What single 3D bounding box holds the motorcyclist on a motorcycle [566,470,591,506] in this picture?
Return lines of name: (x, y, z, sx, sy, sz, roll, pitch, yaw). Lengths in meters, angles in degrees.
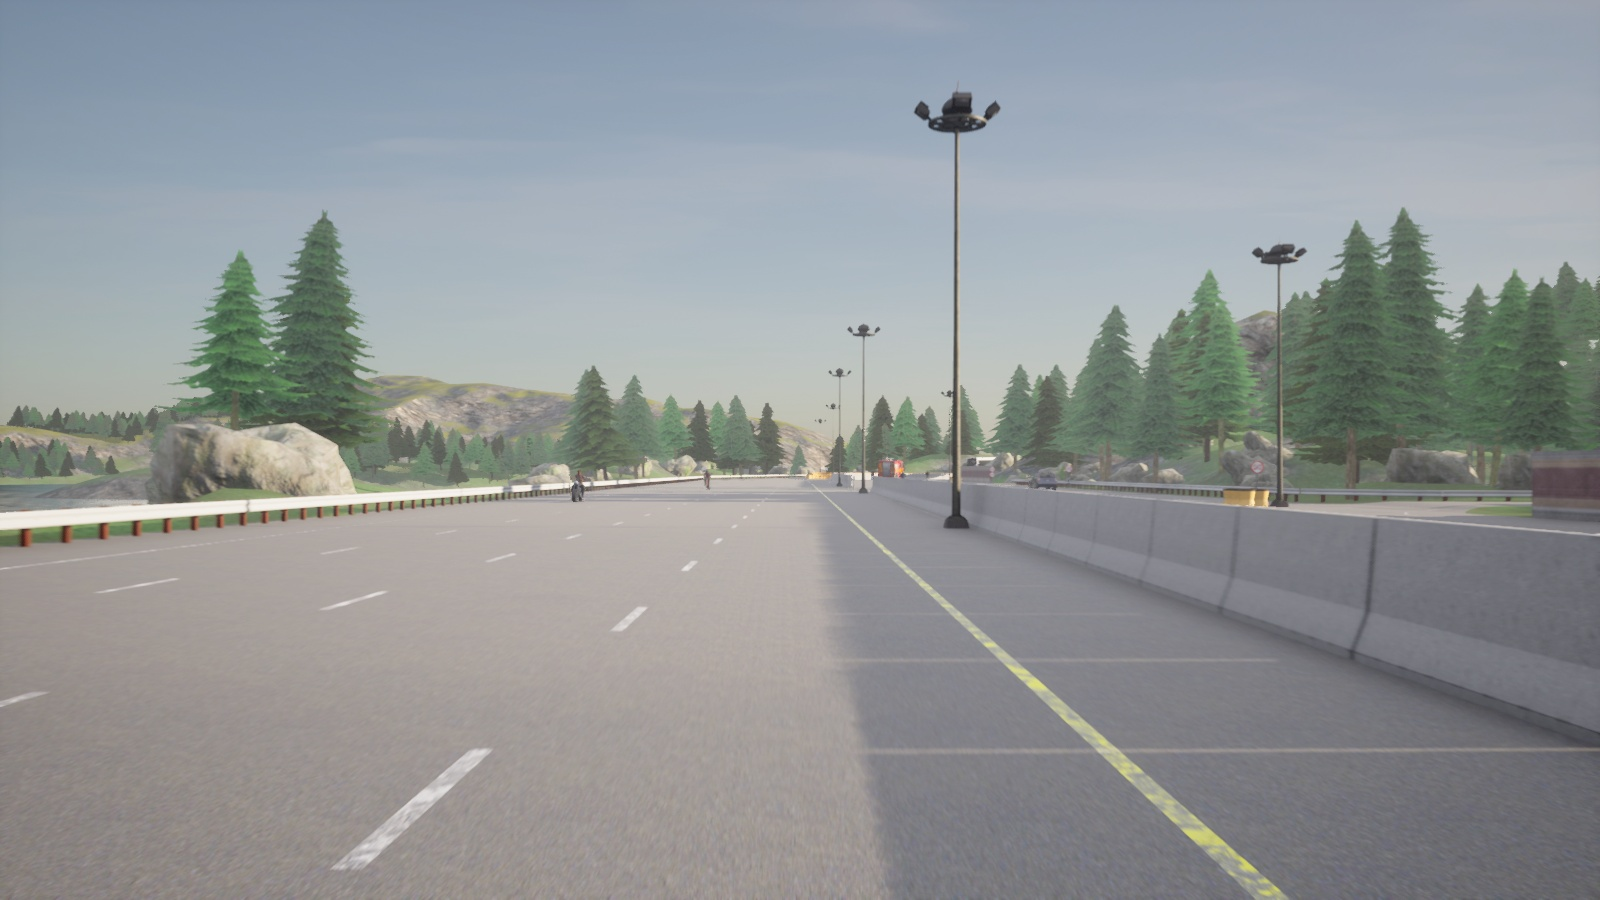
motorcyclist on a motorcycle: (-10.619, 1.811, 60.185, 0.766, 1.649, 2.350, 0, -1, 0)
